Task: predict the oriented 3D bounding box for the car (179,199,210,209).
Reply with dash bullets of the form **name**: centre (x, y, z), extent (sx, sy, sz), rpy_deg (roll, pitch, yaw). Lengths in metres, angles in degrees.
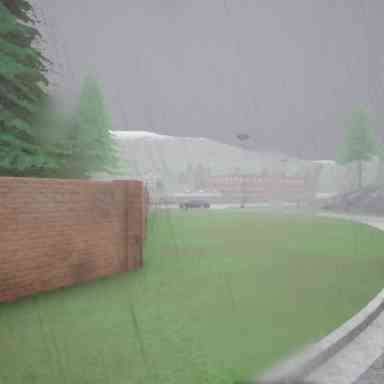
- **car**: centre (0.389, 1.921, 51.611), extent (4.892, 1.490, 1.837), rpy_deg (0, 0, 13)
